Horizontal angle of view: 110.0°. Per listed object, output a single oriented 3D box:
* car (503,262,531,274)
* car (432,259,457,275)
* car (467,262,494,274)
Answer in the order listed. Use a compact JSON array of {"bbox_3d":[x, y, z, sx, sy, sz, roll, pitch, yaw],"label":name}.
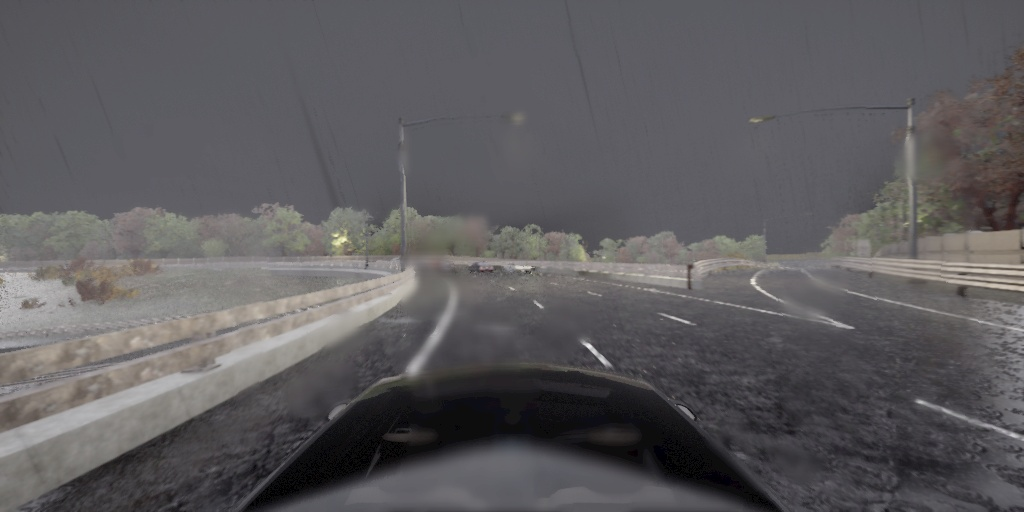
[{"bbox_3d":[0.435,1.339,40.561,1.895,1.301,4.718,-1,0,-20],"label":"car"},{"bbox_3d":[-7.850,1.417,42.495,1.812,1.442,4.674,-1,0,-22],"label":"car"},{"bbox_3d":[-3.731,1.363,41.896,2.033,1.411,5.357,-1,0,-22],"label":"car"}]
